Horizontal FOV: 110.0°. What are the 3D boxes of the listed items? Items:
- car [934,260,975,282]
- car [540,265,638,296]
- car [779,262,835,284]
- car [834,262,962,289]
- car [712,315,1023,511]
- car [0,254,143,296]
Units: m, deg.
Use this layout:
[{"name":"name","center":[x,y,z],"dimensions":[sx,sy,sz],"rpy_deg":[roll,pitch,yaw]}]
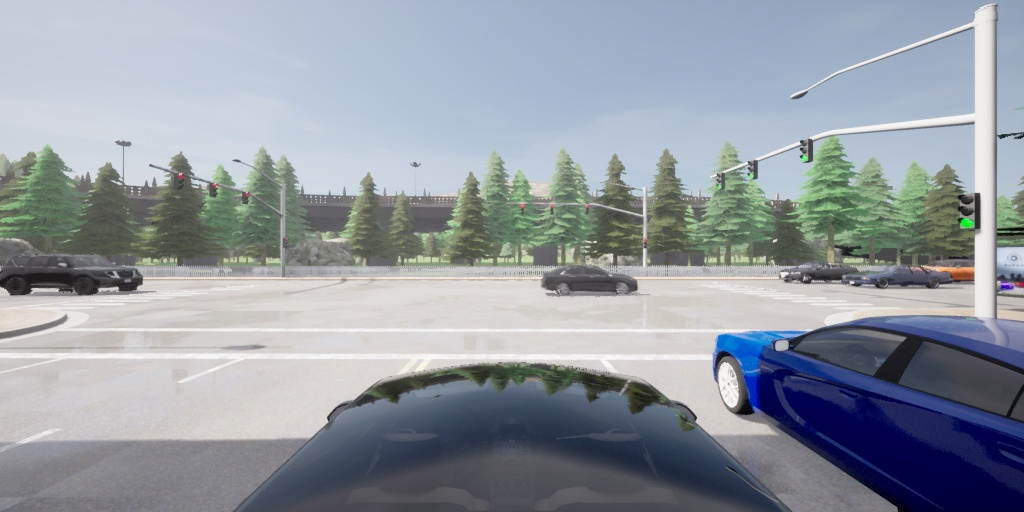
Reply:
[{"name":"car","center":[30.849,1.047,25.355],"dimensions":[4.553,1.767,2.097],"rpy_deg":[0,0,2]},{"name":"car","center":[3.883,1.220,18.350],"dimensions":[4.892,1.490,1.837],"rpy_deg":[0,0,0]},{"name":"car","center":[21.757,1.186,25.510],"dimensions":[4.902,1.511,2.128],"rpy_deg":[0,0,0]},{"name":"car","center":[23.565,1.242,22.024],"dimensions":[5.357,1.411,2.033],"rpy_deg":[0,0,0]},{"name":"car","center":[3.641,1.228,2.945],"dimensions":[1.882,1.535,5.008],"rpy_deg":[0,0,2]},{"name":"car","center":[-22.448,0.916,18.376],"dimensions":[5.566,2.045,2.150],"rpy_deg":[0,0,0]}]
